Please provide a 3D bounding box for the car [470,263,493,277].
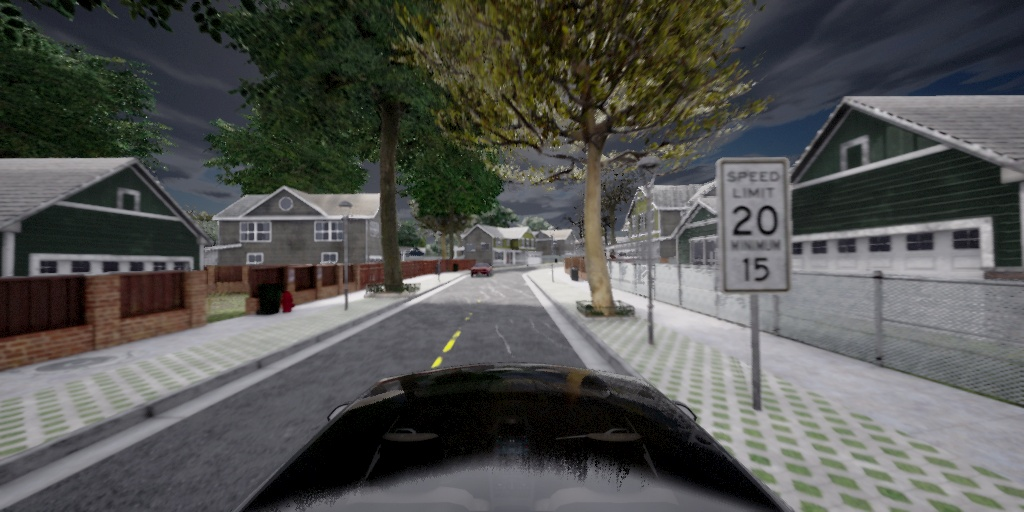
[{"bbox_3d":[-3.090,1.392,36.925,1.895,1.301,4.718,-1,0,2],"label":"car"}]
